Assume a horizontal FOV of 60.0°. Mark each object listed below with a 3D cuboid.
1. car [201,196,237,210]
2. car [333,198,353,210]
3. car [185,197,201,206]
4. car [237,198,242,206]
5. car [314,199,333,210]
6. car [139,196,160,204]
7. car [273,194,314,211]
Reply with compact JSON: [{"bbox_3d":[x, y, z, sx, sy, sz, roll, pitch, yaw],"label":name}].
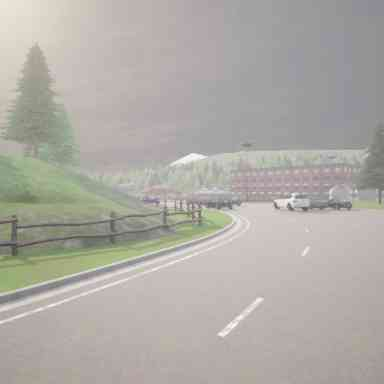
[{"bbox_3d":[3.463,1.352,43.663,2.097,1.767,4.553,0,0,-23],"label":"car"},{"bbox_3d":[18.556,1.526,42.697,1.812,1.442,4.674,0,0,-13],"label":"car"},{"bbox_3d":[0.655,1.564,55.561,1.994,1.385,4.181,0,0,-37],"label":"car"},{"bbox_3d":[6.074,1.526,53.950,1.812,1.442,4.674,0,0,-34],"label":"car"},{"bbox_3d":[15.077,1.547,42.750,2.033,1.411,5.357,0,0,-17],"label":"car"},{"bbox_3d":[-7.766,1.478,60.270,1.882,1.535,5.008,0,0,-42],"label":"car"},{"bbox_3d":[11.882,1.218,40.105,2.150,2.045,5.566,0,0,-13],"label":"car"}]
